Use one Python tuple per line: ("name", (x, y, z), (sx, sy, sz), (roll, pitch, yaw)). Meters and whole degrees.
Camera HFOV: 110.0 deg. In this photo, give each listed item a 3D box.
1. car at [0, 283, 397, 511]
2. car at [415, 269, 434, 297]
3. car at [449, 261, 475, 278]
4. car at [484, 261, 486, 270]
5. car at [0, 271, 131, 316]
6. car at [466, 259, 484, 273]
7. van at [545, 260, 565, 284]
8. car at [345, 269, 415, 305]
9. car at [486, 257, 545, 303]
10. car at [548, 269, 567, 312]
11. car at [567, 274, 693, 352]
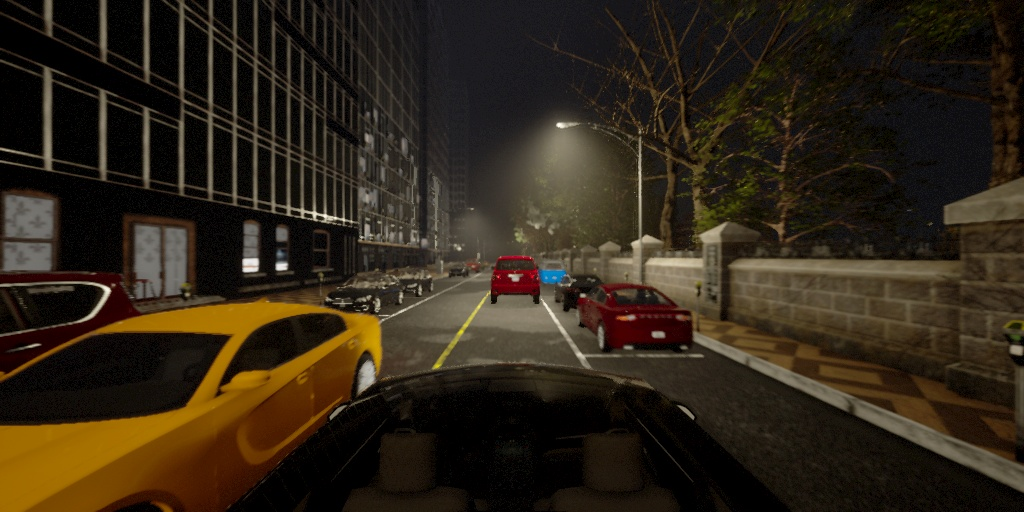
("car", (-2.842, 1.235, 3.280), (1.882, 1.535, 5.008), (0, 0, 0))
("car", (-5.390, 1.387, 19.289), (2.007, 1.370, 4.403), (0, 0, 0))
("car", (-5.283, 1.471, 36.184), (2.007, 1.370, 4.403), (0, 0, 0))
("car", (-5.361, 1.554, 58.578), (1.751, 1.417, 4.829), (0, 0, 0))
("car", (-5.462, 1.067, 2.423), (2.192, 1.841, 5.009), (0, 0, 0))
("car", (-5.289, 1.290, 47.464), (2.192, 1.841, 5.009), (0, 0, 0))
("van", (2.832, 1.212, 25.754), (1.690, 1.789, 3.998), (0, 0, 0))
("car", (-5.430, 1.359, 13.668), (2.007, 1.370, 4.403), (0, 0, 0))
("car", (0.159, 1.050, 17.276), (2.150, 2.045, 5.566), (0, 0, 0))
("car", (2.746, 1.381, 14.505), (1.948, 1.339, 4.313), (0, 0, 0))
("car", (2.720, 1.332, 8.865), (1.888, 1.381, 4.507), (0, 0, 0))
